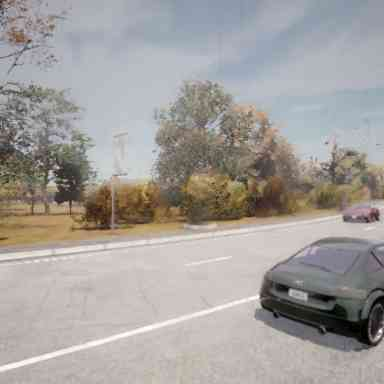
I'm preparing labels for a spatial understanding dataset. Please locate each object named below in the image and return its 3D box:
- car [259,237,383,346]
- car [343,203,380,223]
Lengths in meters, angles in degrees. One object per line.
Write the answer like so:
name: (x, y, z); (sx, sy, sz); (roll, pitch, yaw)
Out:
car: (3.226, 1.585, 6.497); (4.181, 1.385, 1.994); (0, 0, -39)
car: (13.418, 1.594, 26.151); (1.812, 1.442, 4.674); (0, 0, 41)
